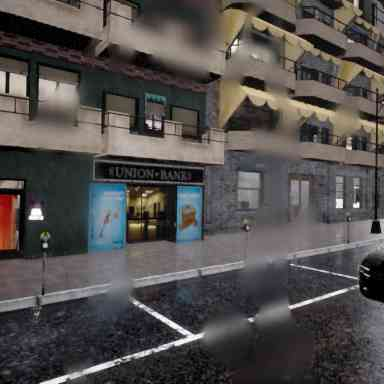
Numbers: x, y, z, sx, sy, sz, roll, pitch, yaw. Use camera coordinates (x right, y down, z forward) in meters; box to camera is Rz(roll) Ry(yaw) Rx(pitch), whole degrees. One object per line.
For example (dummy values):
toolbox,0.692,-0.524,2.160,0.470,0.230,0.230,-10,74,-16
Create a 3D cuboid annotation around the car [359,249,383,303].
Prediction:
car,5.594,1.479,7.255,5.008,1.535,1.882,0,0,-36
